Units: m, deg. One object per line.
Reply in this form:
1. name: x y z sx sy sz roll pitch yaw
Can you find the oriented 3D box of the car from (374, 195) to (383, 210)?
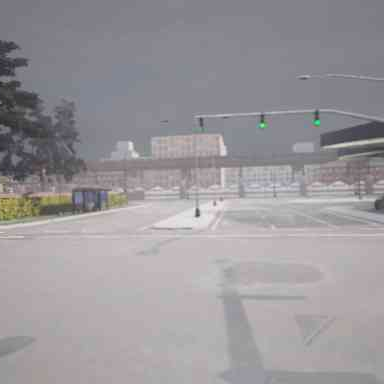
1. car: 17.532 0.799 28.667 2.242 1.667 4.611 -2 0 8
